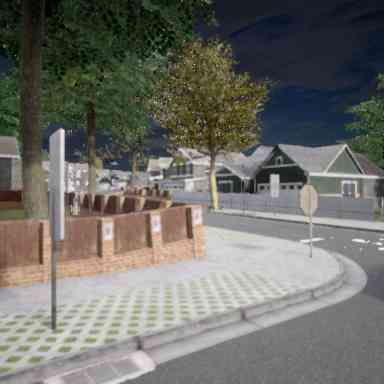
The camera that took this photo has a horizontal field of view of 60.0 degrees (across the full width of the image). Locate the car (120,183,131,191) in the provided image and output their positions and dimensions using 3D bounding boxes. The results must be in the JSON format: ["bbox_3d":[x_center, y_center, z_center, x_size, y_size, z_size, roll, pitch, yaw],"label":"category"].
[{"bbox_3d":[-18.584,-1.101,92.364,1.882,1.535,5.008,0,2,-1],"label":"car"}]

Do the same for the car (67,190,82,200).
[{"bbox_3d":[-16.964,0.403,47.779,2.128,1.511,4.902,0,1,-31],"label":"car"}]
